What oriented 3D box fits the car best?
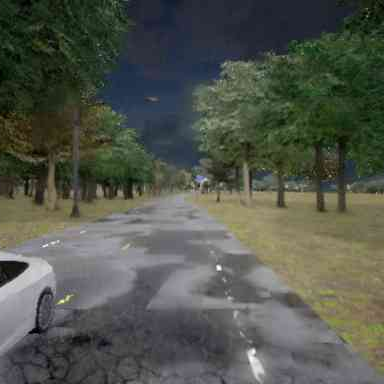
[{"bbox_3d":[-3.235,1.539,4.070,1.812,1.442,4.674,0,0,-1],"label":"car"}]
